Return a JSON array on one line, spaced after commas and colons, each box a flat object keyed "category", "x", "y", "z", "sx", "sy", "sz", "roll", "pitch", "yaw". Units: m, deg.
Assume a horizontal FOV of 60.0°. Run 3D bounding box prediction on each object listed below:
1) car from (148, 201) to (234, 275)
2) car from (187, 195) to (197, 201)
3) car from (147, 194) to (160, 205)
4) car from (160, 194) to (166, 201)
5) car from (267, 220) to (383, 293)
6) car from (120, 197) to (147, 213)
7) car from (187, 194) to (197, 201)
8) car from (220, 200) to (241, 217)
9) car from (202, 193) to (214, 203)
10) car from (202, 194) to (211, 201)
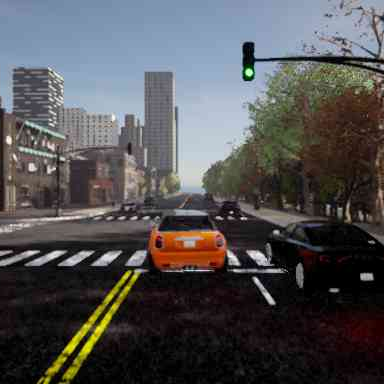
[{"category": "car", "x": -0.294, "y": 1.344, "z": 10.625, "sx": 2.097, "sy": 1.767, "sz": 4.553, "roll": 0, "pitch": 0, "yaw": -6}, {"category": "car", "x": 0.005, "y": 1.504, "z": 66.454, "sx": 1.994, "sy": 1.385, "sz": 4.181, "roll": 0, "pitch": 0, "yaw": 0}, {"category": "car", "x": -6.553, "y": 1.461, "z": 52.222, "sx": 1.837, "sy": 1.490, "sz": 4.892, "roll": 0, "pitch": 0, "yaw": 0}, {"category": "car", "x": -6.493, "y": 1.290, "z": 67.963, "sx": 2.097, "sy": 1.767, "sz": 4.553, "roll": 0, "pitch": 0, "yaw": 0}, {"category": "car", "x": 3.349, "y": 1.471, "z": 8.843, "sx": 1.882, "sy": 1.535, "sz": 5.008, "roll": 0, "pitch": 0, "yaw": 0}, {"category": "car", "x": -6.589, "y": 1.459, "z": 36.319, "sx": 2.128, "sy": 1.511, "sz": 4.902, "roll": 0, "pitch": 0, "yaw": 0}, {"category": "car", "x": 0.007, "y": 1.302, "z": 76.456, "sx": 2.033, "sy": 1.411, "sz": 5.357, "roll": 0, "pitch": 0, "yaw": 0}, {"category": "car", "x": 3.354, "y": 1.480, "z": 30.731, "sx": 1.837, "sy": 1.490, "sz": 4.892, "roll": 0, "pitch": 0, "yaw": 0}, {"category": "car", "x": 3.255, "y": 1.163, "z": 66.068, "sx": 2.150, "sy": 2.045, "sz": 5.566, "roll": 0, "pitch": 0, "yaw": 0}, {"category": "car", "x": 3.257, "y": 1.240, "z": 76.456, "sx": 1.882, "sy": 1.535, "sz": 5.008, "roll": 0, "pitch": 0, "yaw": 0}]
